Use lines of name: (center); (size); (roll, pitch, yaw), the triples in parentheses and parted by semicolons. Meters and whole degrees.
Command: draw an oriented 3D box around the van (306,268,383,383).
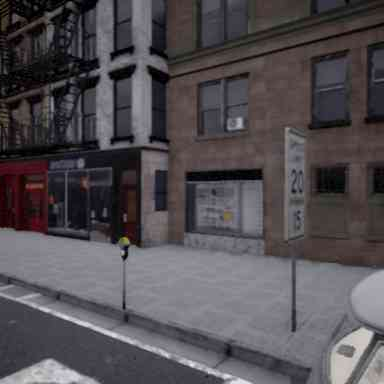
van: (2.378, 1.346, 1.113); (3.998, 1.788, 1.690); (0, 0, 35)
